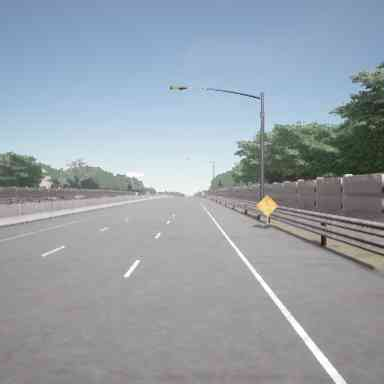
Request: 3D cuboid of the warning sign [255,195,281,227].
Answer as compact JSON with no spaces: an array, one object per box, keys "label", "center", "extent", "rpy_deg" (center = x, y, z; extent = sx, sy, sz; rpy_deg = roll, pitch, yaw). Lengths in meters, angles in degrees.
[{"label":"warning sign","center":[4.538,1.116,20.062],"extent":[1.300,1.860,1.060],"rpy_deg":[-1,-1,0]}]
